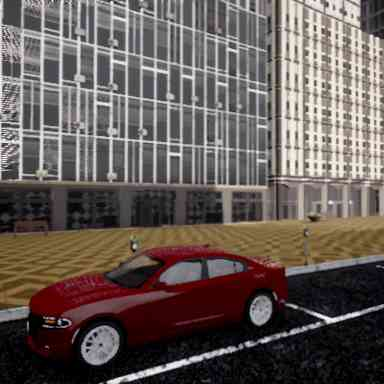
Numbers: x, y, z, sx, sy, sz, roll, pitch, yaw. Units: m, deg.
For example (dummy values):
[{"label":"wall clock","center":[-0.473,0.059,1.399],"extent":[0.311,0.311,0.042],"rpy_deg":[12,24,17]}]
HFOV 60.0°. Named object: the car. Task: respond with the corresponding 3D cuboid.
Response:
[{"label":"car","center":[-0.347,1.646,5.788],"extent":[4.507,1.381,1.887],"rpy_deg":[1,-1,-30]}]
